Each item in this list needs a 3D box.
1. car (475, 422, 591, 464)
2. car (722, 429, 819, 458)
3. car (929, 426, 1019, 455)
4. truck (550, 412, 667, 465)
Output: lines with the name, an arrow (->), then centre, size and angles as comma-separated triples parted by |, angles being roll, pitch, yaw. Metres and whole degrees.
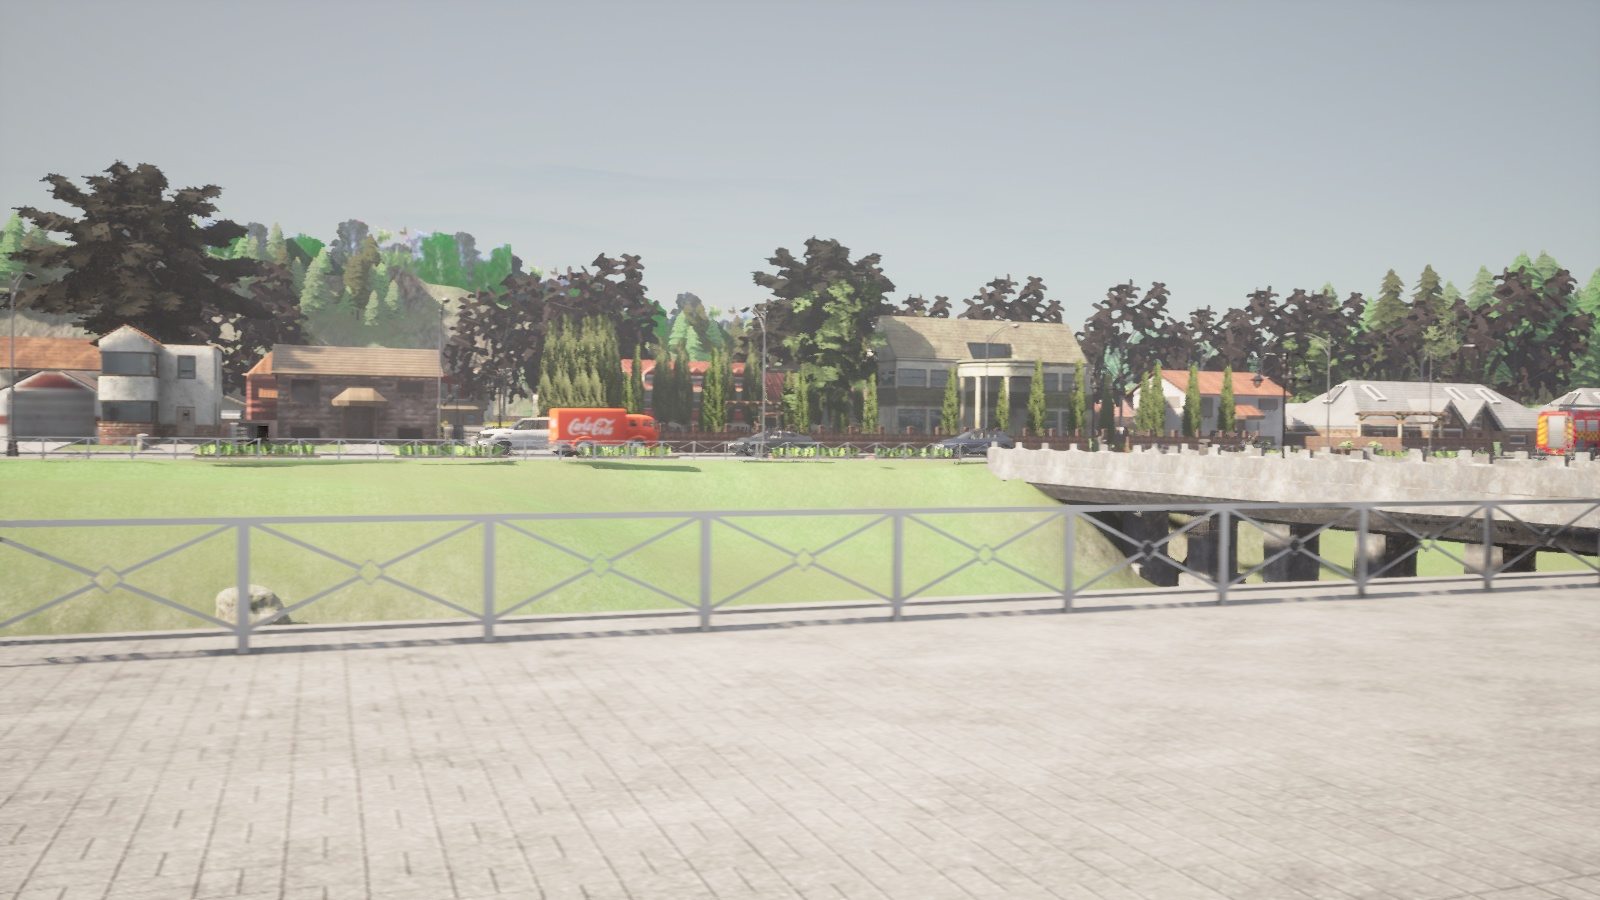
car -> -13.724, -0.385, 64.545 | 5.566, 2.045, 2.150 | -1, 1, -21
car -> -1.616, -0.353, 69.141 | 4.902, 1.511, 2.128 | -1, 1, -21
car -> 10.203, -0.580, 73.625 | 4.856, 1.649, 2.033 | -1, 1, -21
truck -> -9.443, -0.594, 61.888 | 5.204, 2.467, 2.627 | -1, 1, -21
